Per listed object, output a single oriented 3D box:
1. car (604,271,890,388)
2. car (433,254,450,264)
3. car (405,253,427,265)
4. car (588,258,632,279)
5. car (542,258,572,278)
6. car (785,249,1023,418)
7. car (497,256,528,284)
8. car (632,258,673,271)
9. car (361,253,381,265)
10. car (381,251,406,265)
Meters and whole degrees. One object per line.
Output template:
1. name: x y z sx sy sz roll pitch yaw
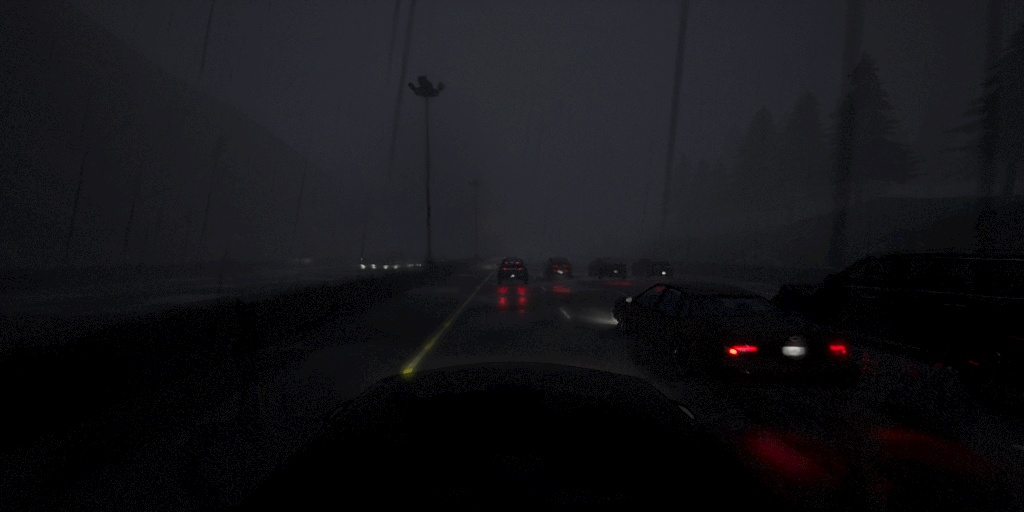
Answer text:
1. car: 3.586 1.221 7.084 2.033 1.411 5.357 0 1 0
2. car: -10.647 0.521 54.073 1.837 1.490 4.892 0 0 0
3. car: -14.142 0.554 54.533 2.033 1.411 5.357 0 1 0
4. car: 7.035 0.873 26.843 1.882 1.535 5.008 0 1 0
5. car: 3.532 0.881 28.186 1.837 1.490 4.892 0 1 0
6. car: 7.089 0.911 5.952 2.150 2.045 5.566 0 1 0
7. car: 0.044 0.934 23.432 2.128 1.511 4.902 0 1 0
8. car: 10.534 0.893 27.311 1.837 1.490 4.892 0 1 0
9. car: -21.144 0.358 54.452 2.097 1.767 4.553 0 1 0
10. car: -17.641 0.222 54.861 2.150 2.045 5.566 0 1 0
